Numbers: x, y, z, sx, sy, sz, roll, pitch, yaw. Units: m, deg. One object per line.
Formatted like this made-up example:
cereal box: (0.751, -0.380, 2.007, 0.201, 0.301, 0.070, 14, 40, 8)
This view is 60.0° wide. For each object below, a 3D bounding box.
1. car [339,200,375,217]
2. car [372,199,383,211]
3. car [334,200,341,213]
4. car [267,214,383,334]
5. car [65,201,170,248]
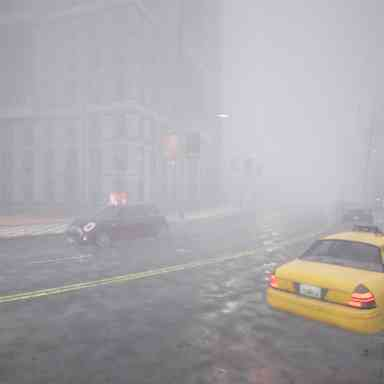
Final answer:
car: (11.696, 1.515, 23.677, 1.812, 1.442, 4.674, 0, 0, 26)
car: (20.275, 1.475, 35.912, 2.128, 1.511, 4.902, 0, 0, 20)
car: (16.975, 1.545, 37.079, 1.994, 1.385, 4.181, 0, 0, 20)
car: (3.617, 1.453, 6.710, 5.366, 1.575, 1.801, 0, 0, -43)
car: (-3.217, 1.338, 14.794, 2.097, 1.767, 4.553, 0, 0, 45)
